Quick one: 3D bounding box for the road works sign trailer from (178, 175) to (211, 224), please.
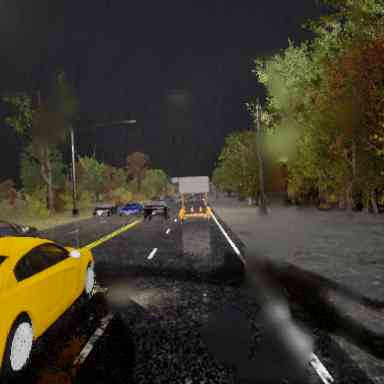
[{"bbox_3d":[0.191,0.513,25.741,2.380,3.560,2.880,-3,0,1],"label":"road works sign trailer"}]

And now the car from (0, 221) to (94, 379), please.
[{"bbox_3d":[-3.078,1.485,5.498,1.882,1.535,5.008,0,0,-2],"label":"car"}]

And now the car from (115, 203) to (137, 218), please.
[{"bbox_3d":[-6.257,1.849,34.772,1.812,1.442,4.674,-3,0,1],"label":"car"}]

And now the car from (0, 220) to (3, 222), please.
[{"bbox_3d":[-6.455,1.558,9.782,2.033,1.411,5.357,0,0,1],"label":"car"}]

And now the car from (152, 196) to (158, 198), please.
[{"bbox_3d":[-8.596,1.705,77.830,1.882,1.535,5.008,-3,0,1],"label":"car"}]

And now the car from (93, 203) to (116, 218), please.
[{"bbox_3d":[-9.476,1.957,36.667,2.128,1.511,4.902,-3,0,1],"label":"car"}]

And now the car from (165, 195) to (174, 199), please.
[{"bbox_3d":[-5.391,1.501,76.118,2.097,1.767,4.553,-3,0,1],"label":"car"}]

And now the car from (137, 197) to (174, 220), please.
[{"bbox_3d":[-2.884,1.570,27.766,2.128,1.511,4.902,-2,-4,1],"label":"car"}]
